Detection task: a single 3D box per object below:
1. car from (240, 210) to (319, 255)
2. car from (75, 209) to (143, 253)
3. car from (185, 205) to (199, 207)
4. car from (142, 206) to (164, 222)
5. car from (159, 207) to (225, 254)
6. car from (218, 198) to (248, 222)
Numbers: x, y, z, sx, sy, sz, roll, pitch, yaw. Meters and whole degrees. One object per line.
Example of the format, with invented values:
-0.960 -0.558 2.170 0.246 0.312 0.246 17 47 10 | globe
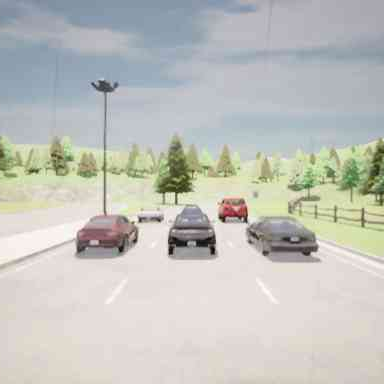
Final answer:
3.499 1.678 13.833 2.033 1.411 5.357 0 -1 0 | car
-3.498 1.660 14.218 1.812 1.442 4.674 0 0 0 | car
0.005 1.839 29.132 1.994 1.385 4.181 0 0 0 | car
-3.503 1.874 28.948 1.895 1.301 4.718 0 0 0 | car
0.002 1.627 14.144 2.128 1.511 4.902 0 0 0 | car
3.495 1.489 28.860 2.150 2.045 5.566 0 0 0 | car
